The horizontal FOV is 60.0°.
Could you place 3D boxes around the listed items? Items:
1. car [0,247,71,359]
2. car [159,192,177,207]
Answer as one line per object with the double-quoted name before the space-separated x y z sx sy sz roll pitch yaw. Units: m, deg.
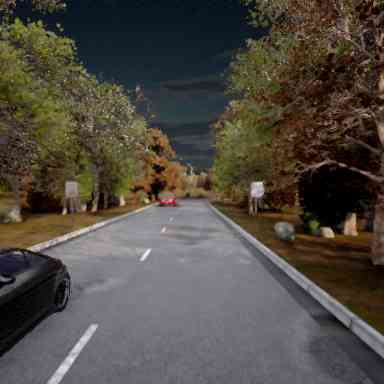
"car" -3.349 1.548 4.834 1.994 1.385 4.181 0 0 0
"car" -3.324 1.036 46.930 2.150 2.045 5.566 0 0 0
